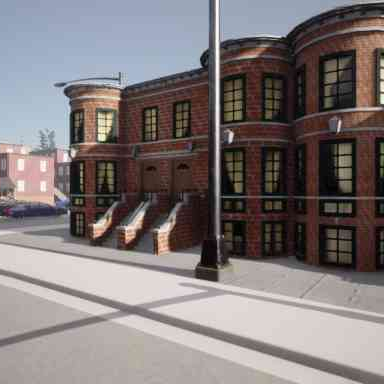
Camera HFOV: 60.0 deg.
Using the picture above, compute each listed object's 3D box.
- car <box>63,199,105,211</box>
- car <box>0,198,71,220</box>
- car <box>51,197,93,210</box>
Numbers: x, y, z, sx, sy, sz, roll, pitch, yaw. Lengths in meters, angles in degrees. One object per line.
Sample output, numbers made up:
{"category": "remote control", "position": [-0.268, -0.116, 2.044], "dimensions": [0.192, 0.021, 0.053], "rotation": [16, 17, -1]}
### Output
{"category": "car", "position": [-13.327, 1.597, 41.167], "dimensions": [1.895, 1.301, 4.718], "rotation": [0, 0, 36]}
{"category": "car", "position": [-13.437, 1.546, 28.608], "dimensions": [2.033, 1.411, 5.357], "rotation": [0, 0, 36]}
{"category": "car", "position": [-15.729, 1.475, 43.828], "dimensions": [1.882, 1.535, 5.008], "rotation": [0, 0, 35]}
